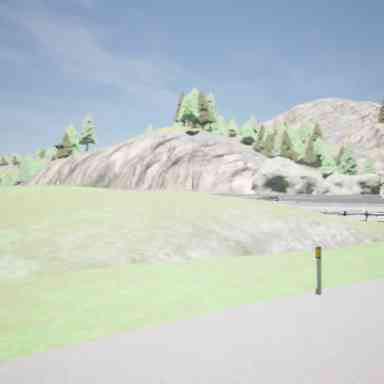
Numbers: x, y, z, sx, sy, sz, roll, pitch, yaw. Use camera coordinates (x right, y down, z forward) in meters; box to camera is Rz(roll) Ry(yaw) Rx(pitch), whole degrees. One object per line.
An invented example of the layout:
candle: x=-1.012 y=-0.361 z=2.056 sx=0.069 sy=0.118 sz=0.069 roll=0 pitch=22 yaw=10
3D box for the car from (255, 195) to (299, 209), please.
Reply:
car: x=9.723 y=1.284 z=38.072 sx=4.718 sy=1.301 sz=1.895 roll=0 pitch=1 yaw=30

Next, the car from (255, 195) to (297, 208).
car: x=10.506 y=1.172 z=41.672 sx=4.674 sy=1.442 sz=1.812 roll=0 pitch=1 yaw=30
